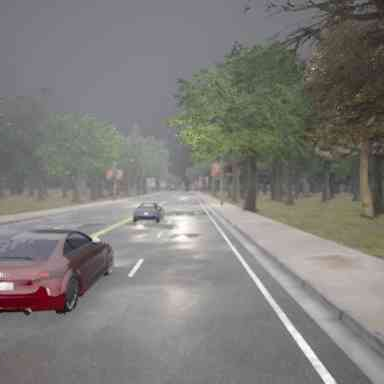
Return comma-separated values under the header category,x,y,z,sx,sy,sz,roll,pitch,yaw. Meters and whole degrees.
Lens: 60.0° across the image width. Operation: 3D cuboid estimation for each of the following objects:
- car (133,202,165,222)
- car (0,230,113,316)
category,x,y,z,sx,sy,sz,roll,pitch,yaw
car,-3.190,1.467,25.086,1.994,1.385,4.181,0,0,0
car,-3.155,1.536,7.568,1.994,1.385,4.181,0,0,0
